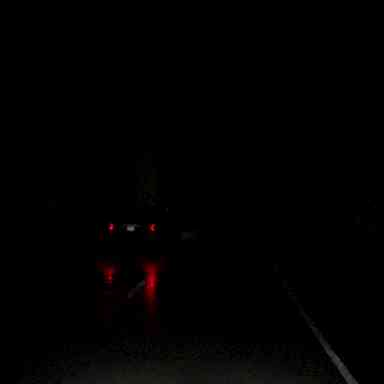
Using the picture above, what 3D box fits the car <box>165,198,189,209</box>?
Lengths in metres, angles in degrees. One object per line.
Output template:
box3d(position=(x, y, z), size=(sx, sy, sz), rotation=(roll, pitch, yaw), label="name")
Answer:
box3d(position=(-2.006, 1.582, 46.817), size=(2.033, 1.411, 5.357), rotation=(0, 0, 13), label="car")

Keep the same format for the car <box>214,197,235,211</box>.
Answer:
box3d(position=(4.014, 1.392, 40.874), size=(2.097, 1.767, 4.553), rotation=(0, 0, 13), label="car")

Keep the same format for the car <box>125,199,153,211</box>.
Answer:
box3d(position=(-6.639, 1.623, 42.261), size=(1.895, 1.301, 4.718), rotation=(0, 0, 13), label="car")

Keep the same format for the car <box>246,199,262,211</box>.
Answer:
box3d(position=(7.757, 1.595, 41.556), size=(2.033, 1.411, 5.357), rotation=(0, 0, 13), label="car")

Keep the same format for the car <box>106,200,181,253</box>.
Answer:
box3d(position=(-1.833, 1.360, 14.097), size=(2.097, 1.767, 4.553), rotation=(0, 0, 10), label="car")
